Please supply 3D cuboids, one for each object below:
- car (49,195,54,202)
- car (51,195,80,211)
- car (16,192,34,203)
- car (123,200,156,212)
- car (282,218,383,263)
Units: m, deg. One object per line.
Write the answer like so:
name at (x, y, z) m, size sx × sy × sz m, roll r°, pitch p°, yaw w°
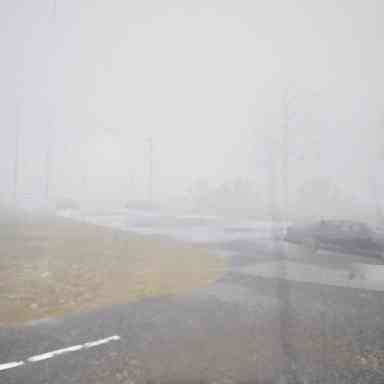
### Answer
car at (-27.789, 1.333, 68.254) m, size 1.882 × 1.535 × 5.008 m, roll 1°, pitch 0°, yaw -37°
car at (-14.831, 1.478, 39.608) m, size 1.837 × 1.490 × 4.892 m, roll 1°, pitch 0°, yaw -37°
car at (-30.715, 1.036, 61.555) m, size 2.150 × 2.045 × 5.566 m, roll 1°, pitch 0°, yaw -32°
car at (-6.362, 1.611, 40.035) m, size 2.033 × 1.411 × 5.357 m, roll 1°, pitch 0°, yaw -37°
car at (5.951, 1.689, 12.216) m, size 2.033 × 1.411 × 5.357 m, roll 1°, pitch 0°, yaw -37°
